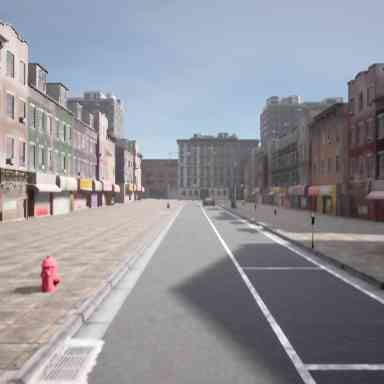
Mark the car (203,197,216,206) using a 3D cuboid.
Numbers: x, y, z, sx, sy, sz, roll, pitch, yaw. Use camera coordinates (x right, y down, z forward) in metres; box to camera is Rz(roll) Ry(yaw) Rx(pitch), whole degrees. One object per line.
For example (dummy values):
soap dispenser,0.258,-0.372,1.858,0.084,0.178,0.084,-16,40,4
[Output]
car,2.750,1.603,54.679,1.812,1.442,4.674,0,0,0
